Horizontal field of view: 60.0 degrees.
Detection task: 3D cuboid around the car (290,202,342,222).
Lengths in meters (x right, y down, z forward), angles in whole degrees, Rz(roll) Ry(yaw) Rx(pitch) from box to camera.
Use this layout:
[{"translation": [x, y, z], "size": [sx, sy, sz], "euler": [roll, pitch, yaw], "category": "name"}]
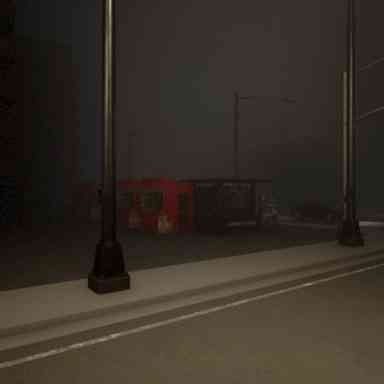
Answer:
[{"translation": [10.500, 1.611, 27.589], "size": [1.837, 1.490, 4.892], "euler": [0, -1, -36], "category": "car"}]
